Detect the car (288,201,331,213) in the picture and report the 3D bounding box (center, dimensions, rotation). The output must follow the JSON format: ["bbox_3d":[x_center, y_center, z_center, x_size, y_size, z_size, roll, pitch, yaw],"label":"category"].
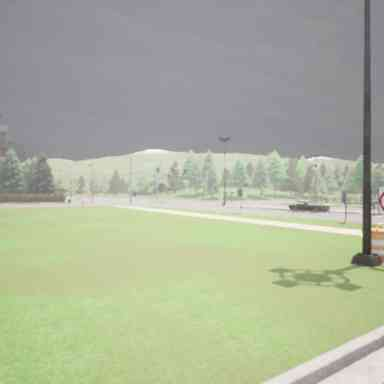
[{"bbox_3d":[13.842,1.769,39.329,1.895,1.301,4.718,0,0,-35],"label":"car"}]
